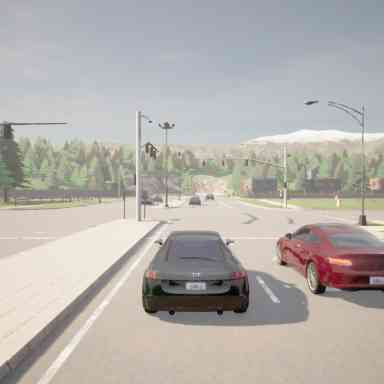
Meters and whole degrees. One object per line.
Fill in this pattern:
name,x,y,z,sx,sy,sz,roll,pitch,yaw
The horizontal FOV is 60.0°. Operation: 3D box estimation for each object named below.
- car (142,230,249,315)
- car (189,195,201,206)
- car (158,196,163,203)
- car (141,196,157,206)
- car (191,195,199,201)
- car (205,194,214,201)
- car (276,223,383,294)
car,0.058,1.564,7.649,1.994,1.385,4.181,0,0,0
car,0.505,1.563,56.652,1.994,1.385,4.181,0,0,1
car,-7.306,1.546,70.426,1.994,1.385,4.181,0,0,1
car,-7.580,1.547,56.732,2.033,1.411,5.357,0,0,1
car,0.856,1.428,82.108,1.895,1.301,4.718,0,0,1
car,4.355,1.188,82.002,2.097,1.767,4.553,0,0,1
car,3.556,1.526,8.651,1.812,1.442,4.674,0,0,0
